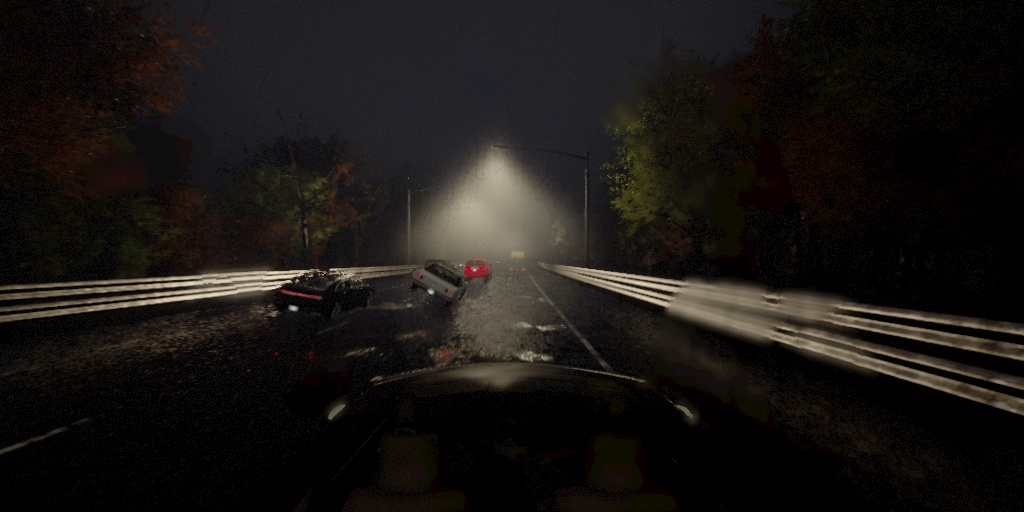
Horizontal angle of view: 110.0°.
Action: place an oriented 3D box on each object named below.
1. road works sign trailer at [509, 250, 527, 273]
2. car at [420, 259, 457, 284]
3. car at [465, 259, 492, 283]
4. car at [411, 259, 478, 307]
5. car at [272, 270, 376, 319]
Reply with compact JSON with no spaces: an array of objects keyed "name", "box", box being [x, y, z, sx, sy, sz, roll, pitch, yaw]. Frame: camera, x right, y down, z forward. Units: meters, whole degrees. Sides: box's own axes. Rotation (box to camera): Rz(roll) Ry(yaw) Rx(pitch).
[{"name":"road works sign trailer","box":[0.883,0.822,57.163,2.380,3.560,2.880,0,0,3]},{"name":"car","box":[-6.608,1.335,33.048,2.150,2.045,5.566,0,0,1]},{"name":"car","box":[-3.126,1.328,33.094,2.150,2.045,5.566,0,-1,1]},{"name":"car","box":[-3.077,1.181,16.408,1.895,1.301,4.718,29,-1,1]},{"name":"car","box":[-6.794,1.331,13.649,2.128,1.511,4.902,11,2,0]}]
